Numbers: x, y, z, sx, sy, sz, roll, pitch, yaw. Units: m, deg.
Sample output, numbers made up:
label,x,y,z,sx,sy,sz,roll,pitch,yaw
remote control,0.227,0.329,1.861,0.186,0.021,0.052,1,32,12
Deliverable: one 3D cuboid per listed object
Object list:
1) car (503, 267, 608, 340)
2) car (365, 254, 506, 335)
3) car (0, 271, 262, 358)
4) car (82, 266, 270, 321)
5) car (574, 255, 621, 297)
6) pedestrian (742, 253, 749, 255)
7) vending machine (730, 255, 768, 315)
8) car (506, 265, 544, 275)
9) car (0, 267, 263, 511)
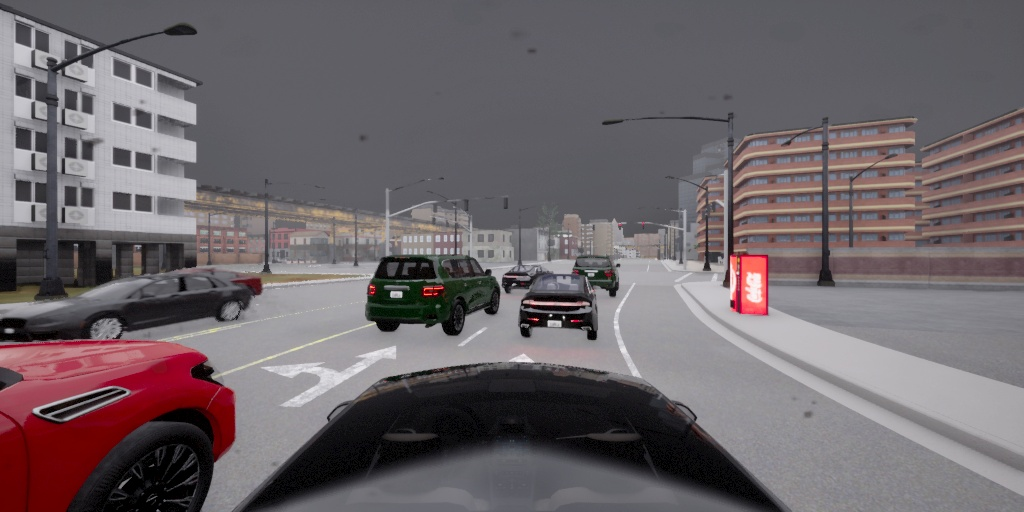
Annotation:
label,x,y,z,sx,sy,sz,roll,pitch,yaw
car,1.435,1.242,10.065,2.128,1.511,4.902,0,0,12
car,-1.999,0.971,10.775,2.150,2.045,5.566,0,0,14
car,-9.617,1.255,9.581,1.837,1.490,4.892,0,0,11
car,-12.277,1.227,13.725,1.882,1.535,5.008,0,0,15
car,4.552,0.971,19.308,2.150,2.045,5.566,0,0,19
pedestrian,8.042,0.795,12.438,0.375,1.860,0.375,0,0,21
vending machine,7.810,0.945,11.819,1.100,2.100,0.880,0,0,20
car,1.103,1.242,20.141,2.128,1.511,4.902,0,0,24
car,-3.264,0.971,0.504,2.150,2.045,5.566,0,0,-2
